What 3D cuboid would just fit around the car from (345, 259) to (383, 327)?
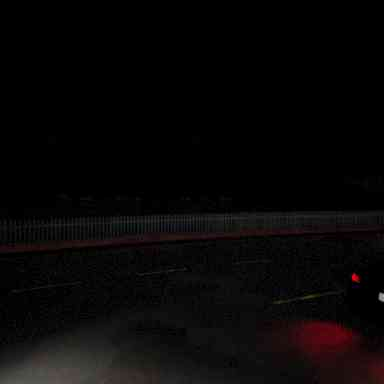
[{"bbox_3d":[4.758,1.562,5.749,4.181,1.385,1.994,0,0,-24],"label":"car"}]
